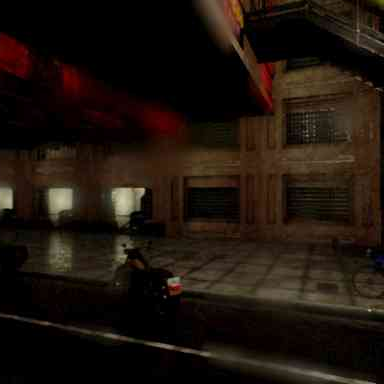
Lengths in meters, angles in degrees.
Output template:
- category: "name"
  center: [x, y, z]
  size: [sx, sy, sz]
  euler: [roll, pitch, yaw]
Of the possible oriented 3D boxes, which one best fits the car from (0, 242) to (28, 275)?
- category: "car"
  center: [-7.059, 1.725, 9.284]
  size: [4.718, 1.301, 1.895]
  euler: [0, -1, 22]
